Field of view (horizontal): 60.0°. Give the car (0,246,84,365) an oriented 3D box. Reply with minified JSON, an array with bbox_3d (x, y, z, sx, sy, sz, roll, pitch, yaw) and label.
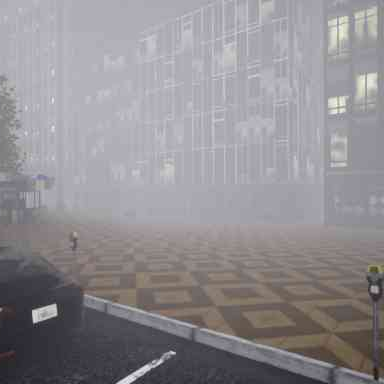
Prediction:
[{"bbox_3d":[-3.549,1.566,5.405,4.313,1.339,1.947,0,0,35],"label":"car"}]
